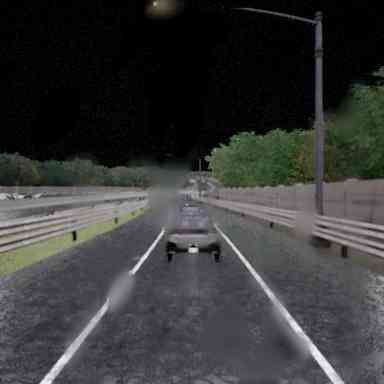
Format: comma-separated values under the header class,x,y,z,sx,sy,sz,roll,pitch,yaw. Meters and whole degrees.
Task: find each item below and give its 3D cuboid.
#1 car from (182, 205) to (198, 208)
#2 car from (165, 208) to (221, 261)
class,x,y,z,sx,sy,sz,roll,pitch,yaw
car,-0.152,1.780,26.749,2.033,1.411,5.357,0,0,-1
car,0.050,1.605,12.715,2.128,1.511,4.902,0,0,0
